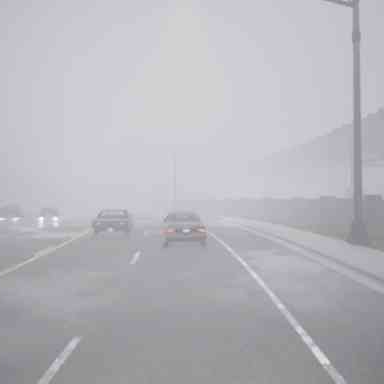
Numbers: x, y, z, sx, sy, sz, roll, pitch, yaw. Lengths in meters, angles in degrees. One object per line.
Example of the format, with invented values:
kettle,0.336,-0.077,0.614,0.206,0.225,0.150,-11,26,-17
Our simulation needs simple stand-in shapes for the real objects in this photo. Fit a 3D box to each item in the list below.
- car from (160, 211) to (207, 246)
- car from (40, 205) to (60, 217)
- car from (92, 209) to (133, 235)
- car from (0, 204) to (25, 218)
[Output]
car,-0.457,1.566,15.452,2.033,1.411,5.357,0,0,-5
car,-16.136,2.114,37.931,1.895,1.301,4.718,0,-2,-19
car,-4.399,1.638,19.061,1.895,1.301,4.718,0,-1,-7
car,-18.747,1.962,34.585,1.994,1.385,4.181,0,-2,-18
